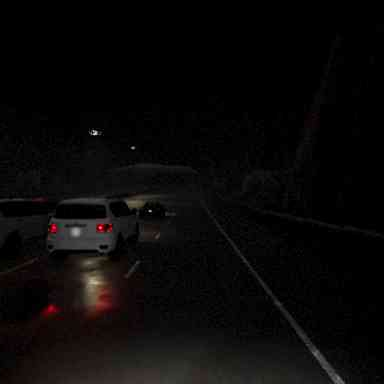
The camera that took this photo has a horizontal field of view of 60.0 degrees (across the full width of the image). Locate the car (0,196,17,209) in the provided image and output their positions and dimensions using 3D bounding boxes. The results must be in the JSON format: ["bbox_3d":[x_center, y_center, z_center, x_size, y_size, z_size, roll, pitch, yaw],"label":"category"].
[{"bbox_3d":[-24.571,1.332,42.621,1.812,1.442,4.674,0,1,0],"label":"car"}]

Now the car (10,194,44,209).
[{"bbox_3d":[-21.071,1.157,42.761,2.097,1.767,4.553,0,1,0],"label":"car"}]

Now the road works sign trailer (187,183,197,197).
[{"bbox_3d":[0.020,-0.615,86.255,2.380,3.560,2.880,0,2,0],"label":"road works sign trailer"}]

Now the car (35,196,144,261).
[{"bbox_3d":[-3.409,1.239,12.476,2.150,2.045,5.566,0,0,0],"label":"car"}]

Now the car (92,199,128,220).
[{"bbox_3d":[-6.904,1.453,28.614,1.837,1.490,4.892,0,0,0],"label":"car"}]

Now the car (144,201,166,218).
[{"bbox_3d":[-3.402,1.509,29.121,1.994,1.385,4.181,0,0,0],"label":"car"}]

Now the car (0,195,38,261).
[{"bbox_3d":[-6.910,1.238,12.483,2.150,2.045,5.566,0,0,0],"label":"car"}]

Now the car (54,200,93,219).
[{"bbox_3d":[-10.401,1.466,29.534,1.812,1.442,4.674,0,1,0],"label":"car"}]
